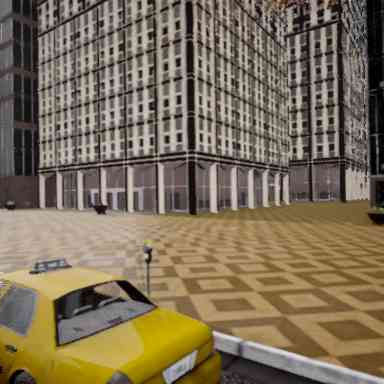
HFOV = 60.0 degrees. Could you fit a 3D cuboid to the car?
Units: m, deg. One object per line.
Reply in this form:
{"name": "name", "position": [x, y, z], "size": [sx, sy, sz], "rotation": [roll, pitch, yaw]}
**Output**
{"name": "car", "position": [-1.984, 1.544, 4.308], "size": [4.829, 1.417, 1.752], "rotation": [0, -1, 36]}
